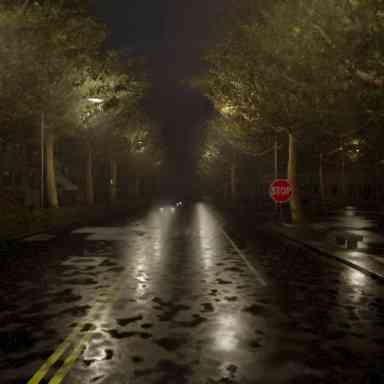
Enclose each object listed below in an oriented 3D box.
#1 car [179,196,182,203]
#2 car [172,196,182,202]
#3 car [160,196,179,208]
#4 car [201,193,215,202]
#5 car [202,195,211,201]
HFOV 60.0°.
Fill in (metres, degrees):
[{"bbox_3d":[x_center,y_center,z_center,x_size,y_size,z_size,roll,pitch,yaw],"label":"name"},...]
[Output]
[{"bbox_3d":[-3.442,1.548,66.341,2.033,1.411,5.357,0,0,1],"label":"car"},{"bbox_3d":[-3.401,1.595,76.499,1.895,1.301,4.718,0,0,0],"label":"car"},{"bbox_3d":[-3.528,1.352,49.076,2.097,1.767,4.553,0,0,0],"label":"car"},{"bbox_3d":[3.148,1.228,73.093,2.435,2.045,5.566,0,0,0],"label":"car"},{"bbox_3d":[3.748,1.481,87.458,2.231,1.521,4.892,0,0,0],"label":"car"}]
